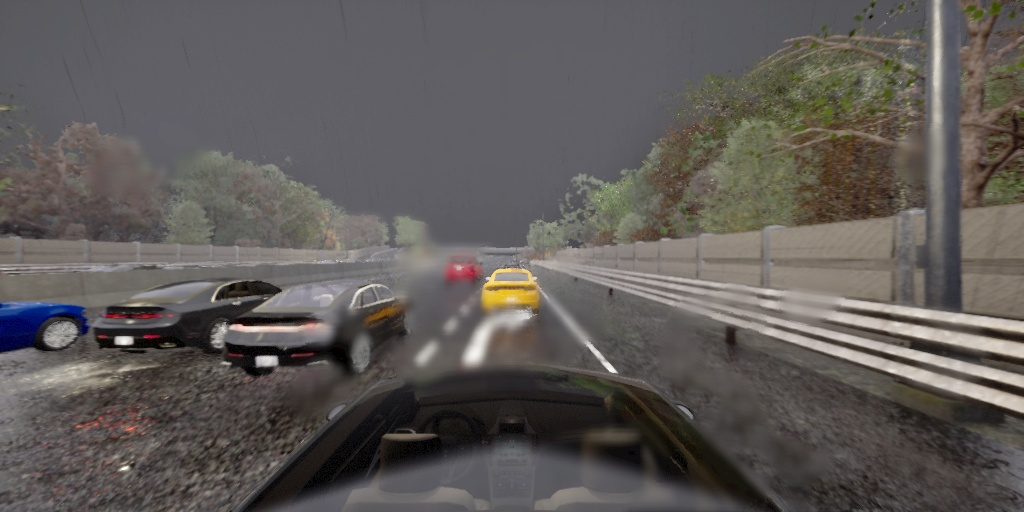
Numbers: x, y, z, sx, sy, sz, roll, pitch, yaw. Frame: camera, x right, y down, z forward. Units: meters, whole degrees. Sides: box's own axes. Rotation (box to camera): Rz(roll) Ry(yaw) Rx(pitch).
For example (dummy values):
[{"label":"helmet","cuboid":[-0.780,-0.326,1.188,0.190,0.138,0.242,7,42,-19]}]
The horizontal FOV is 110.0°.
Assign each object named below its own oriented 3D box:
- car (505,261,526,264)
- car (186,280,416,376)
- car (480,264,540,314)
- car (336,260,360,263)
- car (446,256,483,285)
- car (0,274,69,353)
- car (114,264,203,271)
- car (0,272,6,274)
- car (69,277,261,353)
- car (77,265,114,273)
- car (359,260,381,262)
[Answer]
[{"label":"car","cuboid":[-0.008,1.300,35.952,2.128,1.511,4.902,0,0,0]},{"label":"car","cuboid":[-3.401,1.247,7.405,2.128,1.511,4.902,0,0,0]},{"label":"car","cuboid":[-0.003,1.242,13.870,1.882,1.535,5.008,0,0,0]},{"label":"car","cuboid":[-24.519,1.399,54.944,1.812,1.442,4.674,0,1,0]},{"label":"car","cuboid":[-3.406,1.006,26.227,2.150,2.045,5.566,0,0,0]},{"label":"car","cuboid":[-10.398,1.231,5.927,1.882,1.535,5.008,0,0,0]},{"label":"car","cuboid":[-21.100,1.324,22.719,2.033,1.411,5.357,0,0,0]},{"label":"car","cuboid":[-31.597,1.373,20.502,1.895,1.301,4.718,0,0,0]},{"label":"car","cuboid":[-6.902,1.262,8.805,1.837,1.490,4.892,0,0,0]},{"label":"car","cuboid":[-24.595,1.282,23.103,1.837,1.490,4.892,0,0,0]},{"label":"car","cuboid":[-21.020,1.397,54.625,1.812,1.442,4.674,0,1,0]}]
